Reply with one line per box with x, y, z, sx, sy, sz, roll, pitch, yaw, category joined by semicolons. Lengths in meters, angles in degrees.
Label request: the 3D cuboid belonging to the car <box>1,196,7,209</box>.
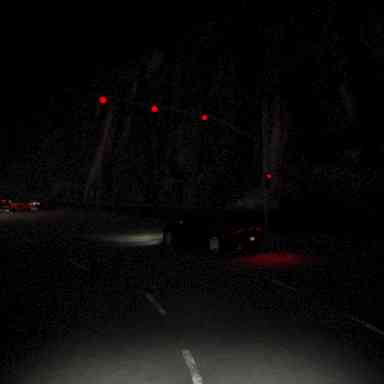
-29.635;1.599;53.527;2.150;2.045;5.566;0;0;-37;car

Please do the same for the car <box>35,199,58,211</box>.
-20.790;1.986;47.691;1.895;1.301;4.718;0;0;-37;car

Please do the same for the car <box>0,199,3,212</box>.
-26.339;1.937;43.422;1.812;1.442;4.674;0;0;-37;car

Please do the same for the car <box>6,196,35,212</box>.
-23.539;1.750;45.522;2.097;1.767;4.553;0;0;-37;car

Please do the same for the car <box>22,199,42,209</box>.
-26.833;1.912;55.625;2.033;1.411;5.357;0;0;-37;car

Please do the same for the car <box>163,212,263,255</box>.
0.684;1.601;14.146;1.882;1.535;5.008;0;-1;-38;car
